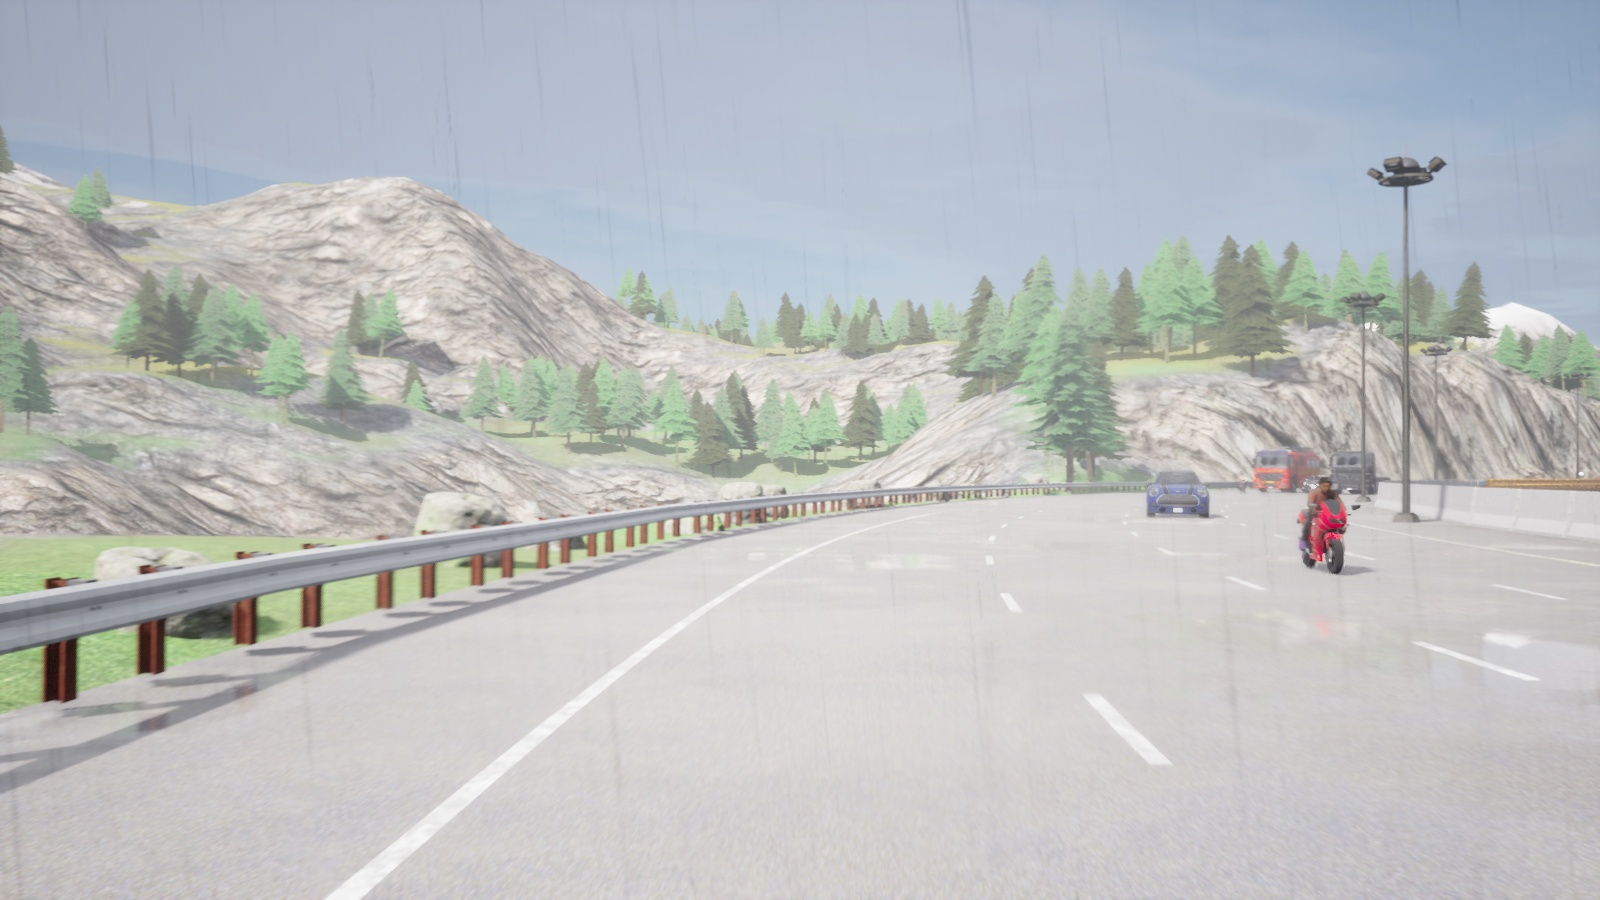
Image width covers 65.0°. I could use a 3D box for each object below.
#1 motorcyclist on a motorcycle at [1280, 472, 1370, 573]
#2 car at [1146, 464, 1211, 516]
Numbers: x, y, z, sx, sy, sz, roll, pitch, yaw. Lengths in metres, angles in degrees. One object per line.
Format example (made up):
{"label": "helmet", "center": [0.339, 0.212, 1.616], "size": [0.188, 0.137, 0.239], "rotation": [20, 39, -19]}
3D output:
{"label": "motorcyclist on a motorcycle", "center": [8.353, 1.117, 20.061], "size": [0.797, 1.523, 2.044], "rotation": [1, -1, 7]}
{"label": "car", "center": [13.476, 1.397, 44.782], "size": [2.097, 1.767, 4.553], "rotation": [0, -1, 16]}
